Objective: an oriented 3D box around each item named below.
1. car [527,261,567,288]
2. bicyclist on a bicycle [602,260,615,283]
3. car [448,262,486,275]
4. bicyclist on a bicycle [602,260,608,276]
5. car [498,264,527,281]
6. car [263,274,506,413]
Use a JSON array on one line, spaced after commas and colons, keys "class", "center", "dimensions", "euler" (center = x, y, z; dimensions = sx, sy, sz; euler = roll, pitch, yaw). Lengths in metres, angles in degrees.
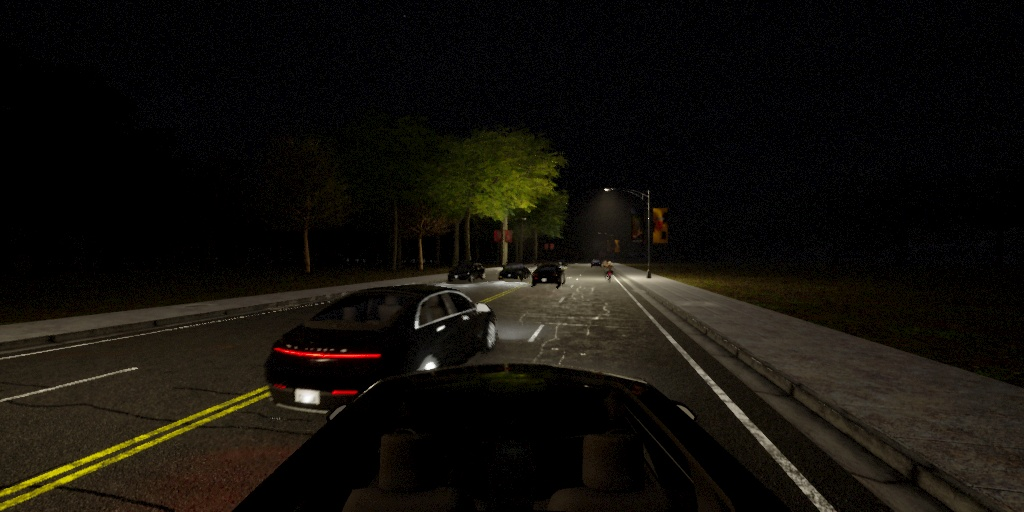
[{"class": "car", "center": [2.497, 1.280, 24.098], "dimensions": [1.812, 1.442, 4.674], "euler": [0, 0, 13]}, {"class": "bicyclist on a bicycle", "center": [7.417, 1.192, 27.335], "dimensions": [0.866, 1.612, 1.509], "euler": [0, 0, 13]}, {"class": "car", "center": [-3.456, 1.260, 28.096], "dimensions": [1.837, 1.490, 4.892], "euler": [0, 0, 13]}, {"class": "bicyclist on a bicycle", "center": [9.651, 1.212, 37.097], "dimensions": [0.582, 1.620, 1.656], "euler": [0, 0, 13]}, {"class": "car", "center": [0.237, 1.320, 29.646], "dimensions": [1.994, 1.385, 4.181], "euler": [0, 0, 13]}, {"class": "car", "center": [-1.643, 1.255, 6.193], "dimensions": [1.837, 1.490, 4.892], "euler": [0, 0, 13]}]
